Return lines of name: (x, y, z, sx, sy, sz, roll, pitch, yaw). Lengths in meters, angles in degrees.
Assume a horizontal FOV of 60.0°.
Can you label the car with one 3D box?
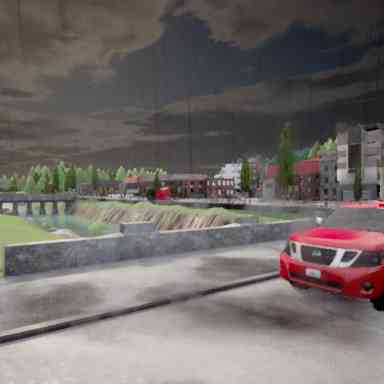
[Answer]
car: (4.547, 1.223, 8.038, 5.566, 2.045, 2.150, 1, 0, -37)
